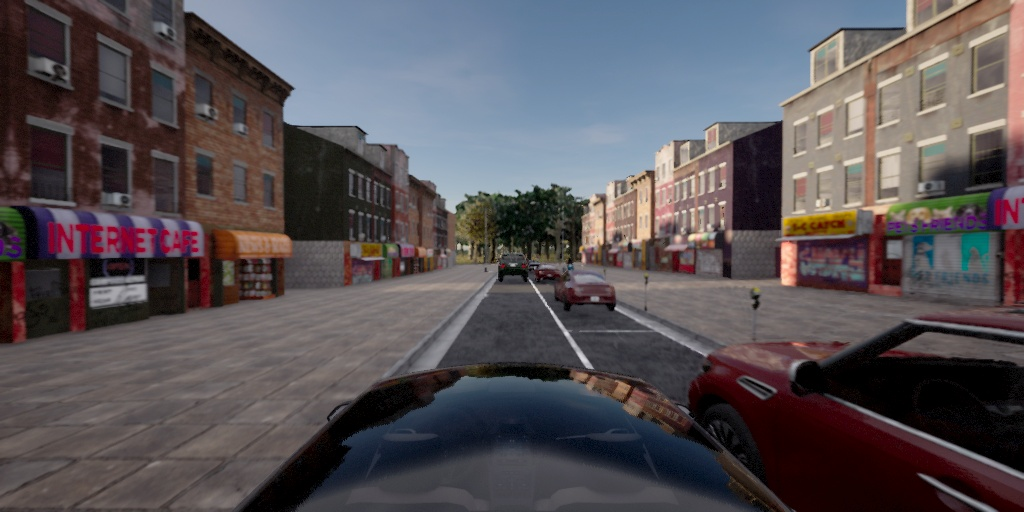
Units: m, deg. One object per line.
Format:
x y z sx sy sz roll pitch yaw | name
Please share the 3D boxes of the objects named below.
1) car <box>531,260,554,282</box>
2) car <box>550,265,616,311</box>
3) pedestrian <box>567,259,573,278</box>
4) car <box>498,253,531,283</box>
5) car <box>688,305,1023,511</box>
2.723 1.284 28.259 1.888 1.381 4.507 0 0 0 | car
2.789 1.270 14.334 1.812 1.442 4.674 0 0 0 | car
2.777 1.036 17.158 0.375 1.860 0.375 -1 1 0 | pedestrian
0.089 0.814 28.293 2.150 2.045 5.566 0 0 0 | car
2.629 1.069 1.227 2.192 1.841 5.009 0 0 0 | car
